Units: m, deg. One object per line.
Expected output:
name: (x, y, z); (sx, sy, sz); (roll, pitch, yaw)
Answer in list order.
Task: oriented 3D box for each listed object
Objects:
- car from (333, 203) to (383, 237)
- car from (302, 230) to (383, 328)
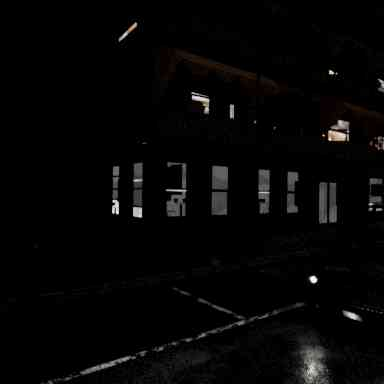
car: (7.023, 1.319, 11.579); (5.009, 1.841, 2.192); (0, 1, -36)
car: (4.268, 1.603, 6.438); (4.718, 1.301, 1.895); (0, 0, -36)
